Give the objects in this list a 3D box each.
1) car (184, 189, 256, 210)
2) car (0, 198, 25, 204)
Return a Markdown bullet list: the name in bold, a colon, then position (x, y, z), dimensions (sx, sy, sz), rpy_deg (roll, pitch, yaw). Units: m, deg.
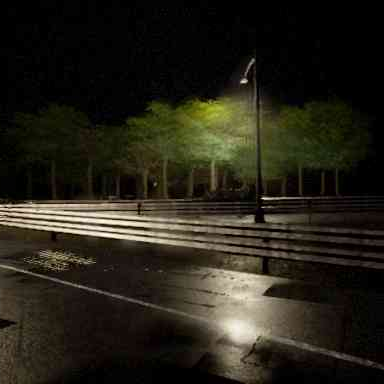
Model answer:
- **car**: position (2.054, 0.784, 25.066), dimensions (5.566, 2.045, 2.150), rpy_deg (-1, 0, 4)
- **car**: position (-15.942, 1.284, 28.046), dimensions (4.892, 1.490, 1.837), rpy_deg (0, 0, 14)
